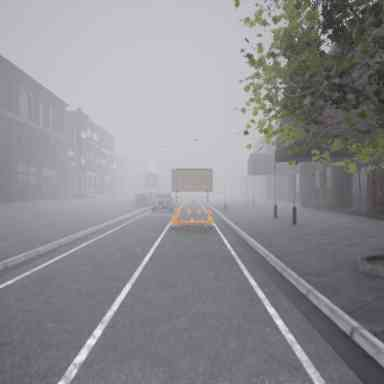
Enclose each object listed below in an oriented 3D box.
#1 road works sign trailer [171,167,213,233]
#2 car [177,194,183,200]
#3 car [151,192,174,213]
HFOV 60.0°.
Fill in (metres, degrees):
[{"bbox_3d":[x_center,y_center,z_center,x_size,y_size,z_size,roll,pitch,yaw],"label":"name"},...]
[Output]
[{"bbox_3d":[0.010,0.391,19.020,2.380,3.560,2.880,0,0,0],"label":"road works sign trailer"},{"bbox_3d":[-3.019,1.200,77.660,1.895,1.301,4.718,0,0,0],"label":"car"},{"bbox_3d":[-3.102,1.063,35.729,2.150,2.045,5.566,0,0,0],"label":"car"}]
